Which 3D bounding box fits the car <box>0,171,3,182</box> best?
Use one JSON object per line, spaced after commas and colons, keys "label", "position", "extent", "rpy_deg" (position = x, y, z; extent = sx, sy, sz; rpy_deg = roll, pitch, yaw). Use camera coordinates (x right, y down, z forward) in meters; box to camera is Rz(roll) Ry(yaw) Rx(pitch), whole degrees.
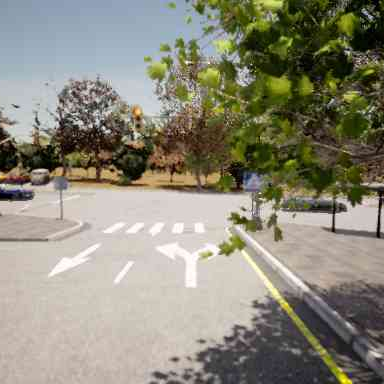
{"label": "car", "position": [-26.376, -2.055, 45.641], "extent": [1.946, 1.575, 5.366], "rpy_deg": [0, 6, -13]}

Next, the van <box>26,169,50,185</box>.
{"label": "van", "position": [-20.411, -1.996, 44.709], "extent": [1.878, 1.987, 4.442], "rpy_deg": [1, 6, -14]}

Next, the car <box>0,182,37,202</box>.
{"label": "car", "position": [-16.990, 0.077, 30.450], "extent": [4.718, 1.301, 1.895], "rpy_deg": [3, 7, 6]}

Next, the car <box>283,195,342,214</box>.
{"label": "car", "position": [10.669, 1.024, 29.260], "extent": [5.357, 1.411, 2.033], "rpy_deg": [2, 6, 2]}

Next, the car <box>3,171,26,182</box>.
{"label": "car", "position": [-23.382, -2.029, 45.098], "extent": [2.185, 1.767, 4.553], "rpy_deg": [0, 6, -14]}
